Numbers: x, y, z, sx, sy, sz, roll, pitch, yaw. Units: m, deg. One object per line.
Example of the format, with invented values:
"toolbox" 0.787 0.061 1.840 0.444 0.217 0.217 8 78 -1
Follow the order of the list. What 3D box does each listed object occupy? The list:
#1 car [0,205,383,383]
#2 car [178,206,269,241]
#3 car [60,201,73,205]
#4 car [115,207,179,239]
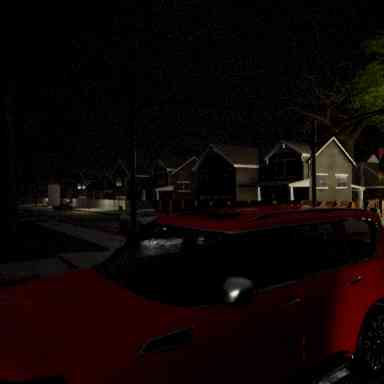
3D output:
"car" 0.383 1.221 3.946 5.566 2.045 2.150 0 0 -35
"car" 1.615 1.599 18.509 2.128 1.511 4.902 -1 0 -41
"car" -18.257 1.984 47.009 2.128 1.511 4.902 -1 0 -34
"car" -2.798 1.717 19.744 1.812 1.442 4.674 -1 0 -35
